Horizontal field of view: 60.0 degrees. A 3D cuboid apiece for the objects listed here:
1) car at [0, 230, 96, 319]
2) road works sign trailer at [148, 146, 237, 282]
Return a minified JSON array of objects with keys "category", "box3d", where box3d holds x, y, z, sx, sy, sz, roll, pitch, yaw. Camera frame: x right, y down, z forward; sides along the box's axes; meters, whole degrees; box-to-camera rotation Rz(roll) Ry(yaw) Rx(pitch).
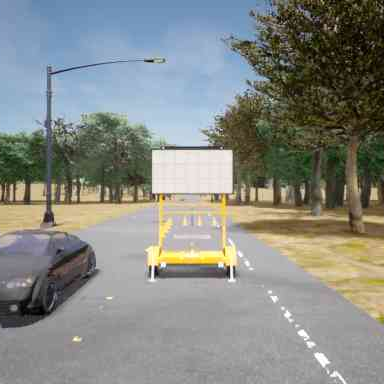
[{"category":"car","box3d":[-3.599,1.569,7.374,1.994,1.385,4.181,0,0,0]},{"category":"road works sign trailer","box3d":[0.009,0.471,9.763,2.380,3.560,2.880,0,0,0]}]
